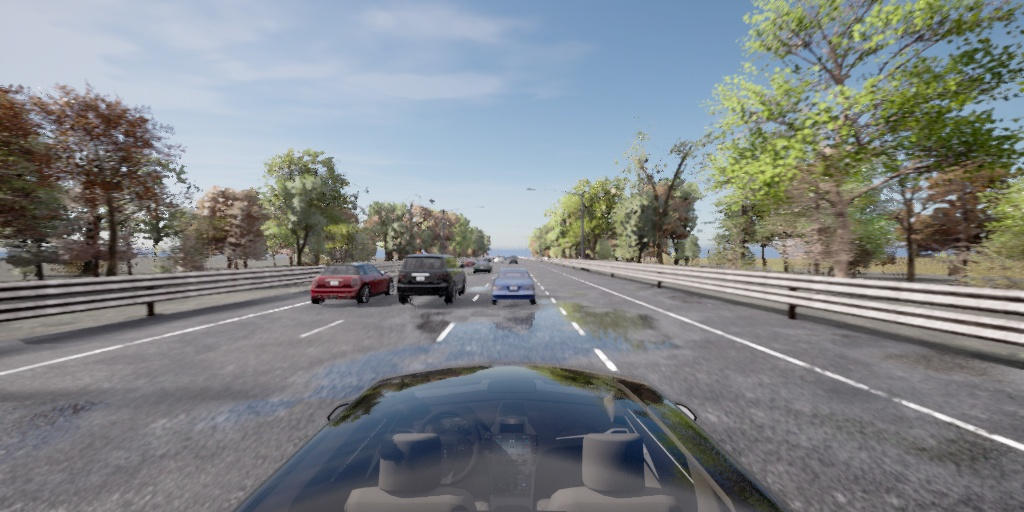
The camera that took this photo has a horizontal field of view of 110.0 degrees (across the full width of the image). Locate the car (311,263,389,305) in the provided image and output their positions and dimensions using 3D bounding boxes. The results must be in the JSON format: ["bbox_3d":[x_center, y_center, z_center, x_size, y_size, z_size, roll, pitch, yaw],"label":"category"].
[{"bbox_3d":[-6.936,1.080,16.139,2.097,1.767,4.553,0,0,0],"label":"car"}]

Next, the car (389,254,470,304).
[{"bbox_3d":[-3.432,0.938,16.184,2.150,2.045,5.566,0,0,0],"label":"car"}]

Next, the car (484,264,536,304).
[{"bbox_3d":[0.072,1.252,16.031,2.033,1.411,5.357,0,0,0],"label":"car"}]

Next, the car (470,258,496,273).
[{"bbox_3d":[-3.316,1.230,41.811,1.994,1.385,4.181,0,0,0],"label":"car"}]
